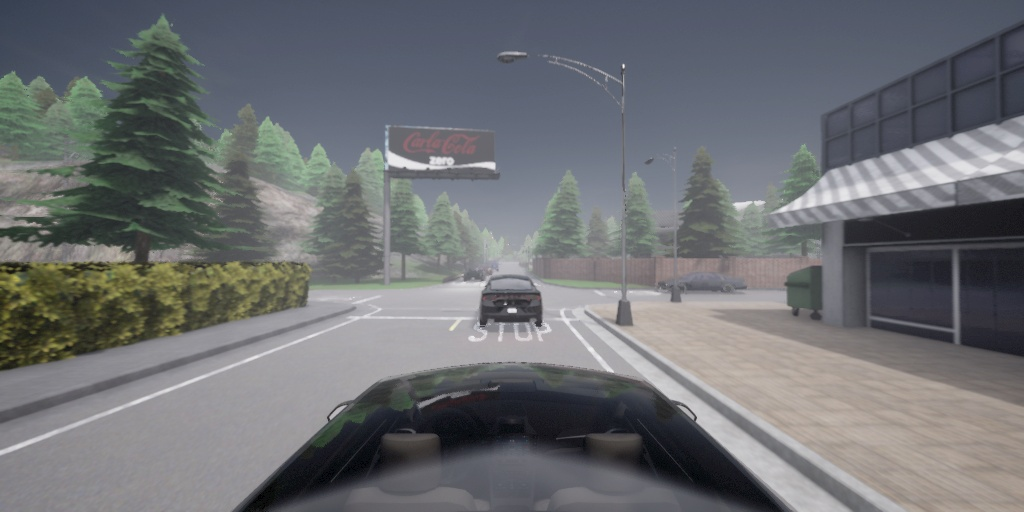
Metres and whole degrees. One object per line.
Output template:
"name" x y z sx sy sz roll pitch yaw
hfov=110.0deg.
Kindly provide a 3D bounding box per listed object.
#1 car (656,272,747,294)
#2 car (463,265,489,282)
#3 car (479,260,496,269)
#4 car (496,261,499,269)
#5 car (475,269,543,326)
"car" 12.562 1.766 23.894 5.357 1.411 2.033 0 -1 1
"car" -3.575 1.790 35.037 1.895 1.301 4.718 0 -1 0
"car" -3.564 1.691 46.386 2.097 1.767 4.553 0 -1 0
"car" -3.510 1.791 63.664 2.150 2.045 5.566 0 -1 0
"car" -0.094 1.367 12.272 1.882 1.535 5.008 0 -1 -2
